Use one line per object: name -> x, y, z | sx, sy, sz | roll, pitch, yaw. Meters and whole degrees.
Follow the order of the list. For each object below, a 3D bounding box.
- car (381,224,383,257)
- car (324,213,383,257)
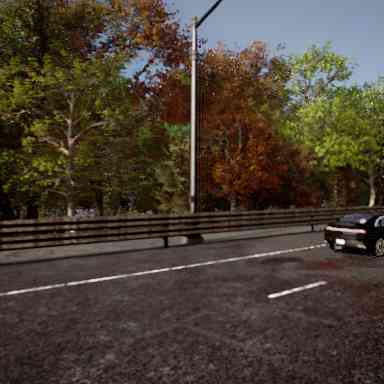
car -> 7.228, 1.599, 8.975 | 4.674, 1.442, 1.812 | 0, 0, -36
car -> 7.286, 1.584, 13.347 | 4.902, 1.511, 2.128 | 1, 0, -36
